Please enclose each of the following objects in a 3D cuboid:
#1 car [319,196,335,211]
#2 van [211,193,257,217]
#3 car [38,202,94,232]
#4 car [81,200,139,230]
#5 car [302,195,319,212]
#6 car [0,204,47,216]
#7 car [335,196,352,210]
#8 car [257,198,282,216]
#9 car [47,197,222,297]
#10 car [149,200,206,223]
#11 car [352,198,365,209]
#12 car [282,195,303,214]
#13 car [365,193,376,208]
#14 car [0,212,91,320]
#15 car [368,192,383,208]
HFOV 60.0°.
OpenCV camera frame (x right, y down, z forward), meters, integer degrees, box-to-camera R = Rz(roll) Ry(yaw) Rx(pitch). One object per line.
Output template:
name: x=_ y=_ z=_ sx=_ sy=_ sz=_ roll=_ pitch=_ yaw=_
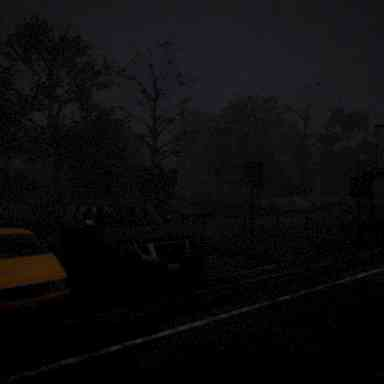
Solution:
car: x=12.251 y=1.125 z=35.487 sx=2.185 sy=1.767 sz=4.553 roll=-1 pitch=0 yaw=-36
van: x=3.169 y=1.112 z=29.098 sx=1.878 sy=1.987 sz=4.442 roll=-1 pitch=0 yaw=-36
car: x=-8.067 y=1.479 z=20.957 sx=2.163 sy=1.488 sz=4.792 roll=-1 pitch=0 yaw=-36
car: x=-5.685 y=1.424 z=22.396 sx=1.946 sy=1.575 sz=5.366 roll=-1 pitch=0 yaw=-36
car: x=10.014 y=1.312 z=33.846 sx=2.002 sy=1.452 sz=4.674 roll=-1 pitch=0 yaw=-36
car: x=-10.311 y=1.473 z=19.324 sx=2.231 sy=1.521 sz=4.892 roll=-1 pitch=0 yaw=-36
car: x=14.524 y=1.229 z=37.081 sx=2.097 sy=1.535 sz=5.008 roll=-1 pitch=0 yaw=-36
car: x=5.497 y=1.356 z=30.615 sx=2.002 sy=1.452 sz=4.674 roll=-1 pitch=0 yaw=-36
car: x=-1.978 y=1.211 z=9.161 sx=2.435 sy=2.045 sz=5.566 roll=-1 pitch=0 yaw=-36
car: x=-1.259 y=1.412 z=25.753 sx=2.163 sy=1.488 sz=4.792 roll=-1 pitch=0 yaw=-36
car: x=16.789 y=1.210 z=38.685 sx=2.231 sy=1.521 sz=4.892 roll=-1 pitch=0 yaw=-36
car: x=7.758 y=1.293 z=32.229 sx=2.097 sy=1.535 sz=5.008 roll=-1 pitch=0 yaw=-36
car: x=19.026 y=1.217 z=40.327 sx=2.163 sy=1.488 sz=4.792 roll=-1 pitch=0 yaw=-36
car: x=-4.166 y=1.482 z=7.404 sx=1.946 sy=1.575 sz=5.366 roll=-1 pitch=0 yaw=-36
car: x=21.407 y=1.164 z=41.766 sx=1.946 sy=1.575 sz=5.366 roll=-1 pitch=0 yaw=-36
